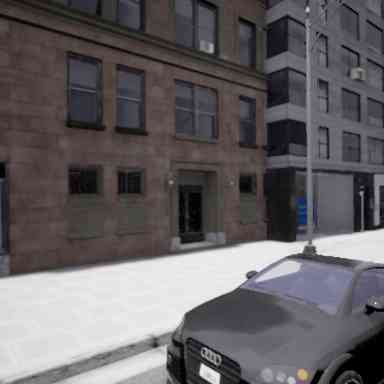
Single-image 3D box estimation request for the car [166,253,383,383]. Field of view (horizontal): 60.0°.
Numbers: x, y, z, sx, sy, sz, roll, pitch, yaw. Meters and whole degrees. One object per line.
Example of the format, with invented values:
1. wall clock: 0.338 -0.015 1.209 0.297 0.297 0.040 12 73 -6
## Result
1. car: 1.734 1.594 4.466 4.181 1.385 1.994 0 -1 -38
